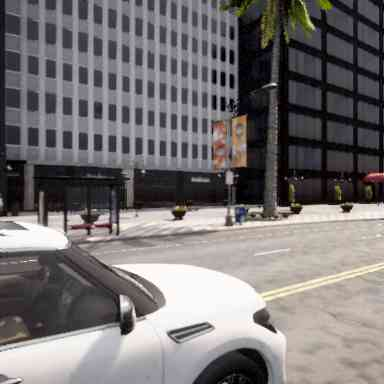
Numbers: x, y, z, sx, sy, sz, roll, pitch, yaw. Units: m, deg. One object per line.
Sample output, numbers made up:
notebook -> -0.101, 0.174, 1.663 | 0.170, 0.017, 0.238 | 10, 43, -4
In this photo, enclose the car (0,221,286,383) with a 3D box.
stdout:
car -> -1.730, 1.221, 2.511 | 5.566, 2.045, 2.150 | 0, 0, -35
